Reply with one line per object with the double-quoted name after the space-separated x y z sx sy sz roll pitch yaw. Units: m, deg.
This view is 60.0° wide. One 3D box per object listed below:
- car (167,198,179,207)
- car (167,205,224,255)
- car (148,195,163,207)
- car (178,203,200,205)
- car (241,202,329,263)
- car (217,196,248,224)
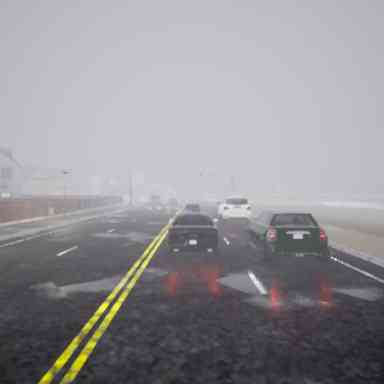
-3.264 1.799 58.420 1.837 1.490 4.892 0 -1 1 "car"
0.058 1.538 13.668 1.882 1.535 5.008 0 0 1 "car"
-6.499 1.524 59.653 2.150 2.045 5.566 0 -1 1 "car"
0.061 1.656 28.144 1.812 1.442 4.674 0 0 1 "car"
3.298 1.407 12.397 2.097 1.767 4.553 0 0 1 "car"
3.290 1.345 26.389 2.150 2.045 5.566 0 0 1 "car"
